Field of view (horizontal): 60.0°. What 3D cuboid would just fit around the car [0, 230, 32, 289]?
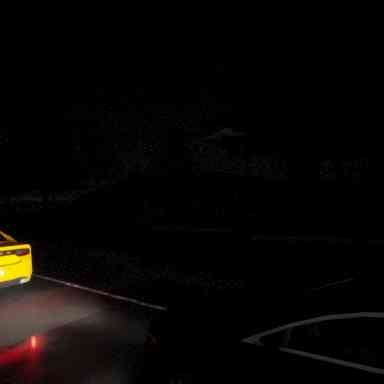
[{"bbox_3d":[-5.888,1.468,8.038,5.008,1.535,1.882,0,0,35],"label":"car"}]

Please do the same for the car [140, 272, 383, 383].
[{"bbox_3d":[1.711,1.492,2.787,4.902,1.511,2.128,0,0,35],"label":"car"}]
